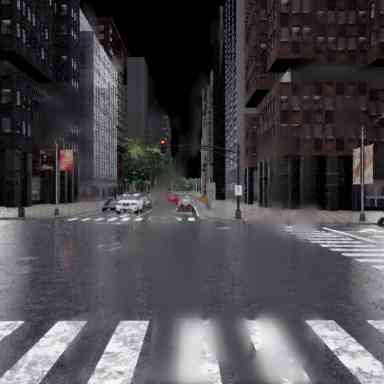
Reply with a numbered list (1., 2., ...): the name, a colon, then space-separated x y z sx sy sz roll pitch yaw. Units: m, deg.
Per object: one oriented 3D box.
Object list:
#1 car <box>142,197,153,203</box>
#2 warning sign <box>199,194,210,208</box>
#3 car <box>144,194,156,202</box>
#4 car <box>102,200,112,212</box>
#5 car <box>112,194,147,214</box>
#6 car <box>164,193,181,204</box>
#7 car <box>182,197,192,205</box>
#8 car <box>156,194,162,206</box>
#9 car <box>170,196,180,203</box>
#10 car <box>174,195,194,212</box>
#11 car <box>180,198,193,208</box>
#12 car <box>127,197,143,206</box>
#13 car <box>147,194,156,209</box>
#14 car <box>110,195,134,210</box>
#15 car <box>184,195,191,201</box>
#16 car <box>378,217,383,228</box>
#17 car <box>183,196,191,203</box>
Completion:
1. car: -9.536 1.669 71.428 1.802 1.307 4.206 0 0 -1
2. warning sign: 1.565 1.132 42.641 1.300 1.860 1.060 0 0 -1
3. car: -9.587 1.417 76.854 2.192 1.841 5.009 0 0 -1
4. car: -9.237 1.574 38.873 1.947 1.339 4.313 0 0 -1
5. car: -6.542 1.223 35.511 2.150 2.045 5.566 0 0 -1
6. car: -3.587 1.284 62.641 2.150 2.045 5.566 0 0 -1
7. car: -0.912 1.603 60.648 1.887 1.381 4.507 0 0 -1
8. car: -6.712 1.399 55.738 2.097 1.767 4.553 0 0 0
9. car: -3.810 1.624 75.771 2.128 1.511 4.902 0 0 -1
10. car: -0.713 1.448 38.949 1.967 1.590 4.097 0 0 -1
11. car: -0.812 1.614 49.798 1.802 1.307 4.206 0 0 -1
12. car: -9.385 1.570 54.981 1.752 1.417 4.829 0 0 -1
13. car: -6.629 1.375 45.536 2.097 1.767 4.553 0 0 0
14. car: -9.288 1.335 44.300 2.192 1.841 5.009 0 0 -1
15. car: -1.162 1.574 87.772 1.967 1.590 4.097 0 0 -1
16. car: 14.094 1.788 20.933 4.181 1.385 1.994 1 0 0
17. car: -1.013 1.613 71.667 1.752 1.417 4.829 0 0 -1
